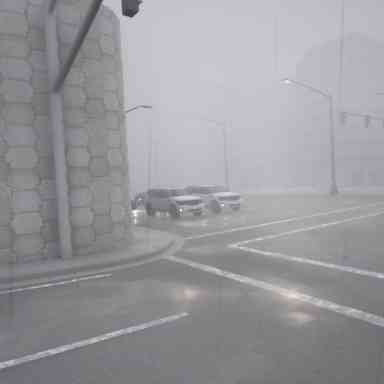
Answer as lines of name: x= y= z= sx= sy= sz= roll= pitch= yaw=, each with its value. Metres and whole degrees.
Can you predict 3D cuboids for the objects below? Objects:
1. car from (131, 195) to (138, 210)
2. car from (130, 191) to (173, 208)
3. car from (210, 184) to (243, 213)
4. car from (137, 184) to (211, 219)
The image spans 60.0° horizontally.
car: x=-6.848 y=0.997 z=31.345 sx=1.994 sy=1.385 sz=4.181 roll=-5 pitch=3 yaw=-35
car: x=-4.198 y=0.688 z=33.644 sx=2.128 sy=1.511 sz=4.902 roll=-5 pitch=3 yaw=-35
car: x=1.419 y=0.421 z=25.669 sx=2.150 sy=2.045 sz=5.566 roll=-5 pitch=3 yaw=-35
car: x=-1.426 y=0.658 z=23.644 sx=2.150 sy=2.045 sz=5.566 roll=-5 pitch=3 yaw=-35
